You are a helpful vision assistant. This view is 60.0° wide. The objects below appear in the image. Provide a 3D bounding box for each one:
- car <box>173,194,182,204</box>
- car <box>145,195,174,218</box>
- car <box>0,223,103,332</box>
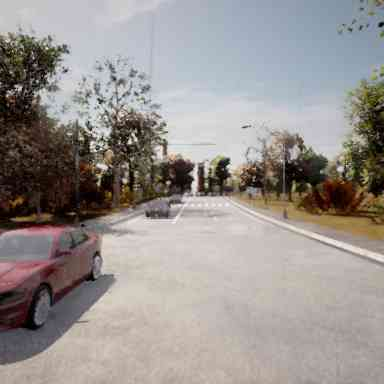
[{"bbox_3d":[-2.687,1.211,56.261,1.837,1.490,4.892,0,2,1],"label":"car"},{"bbox_3d":[-3.131,1.500,31.741,2.097,1.767,4.553,0,0,1],"label":"car"},{"bbox_3d":[-3.404,1.521,7.182,1.882,1.535,5.008,0,0,1],"label":"car"}]
